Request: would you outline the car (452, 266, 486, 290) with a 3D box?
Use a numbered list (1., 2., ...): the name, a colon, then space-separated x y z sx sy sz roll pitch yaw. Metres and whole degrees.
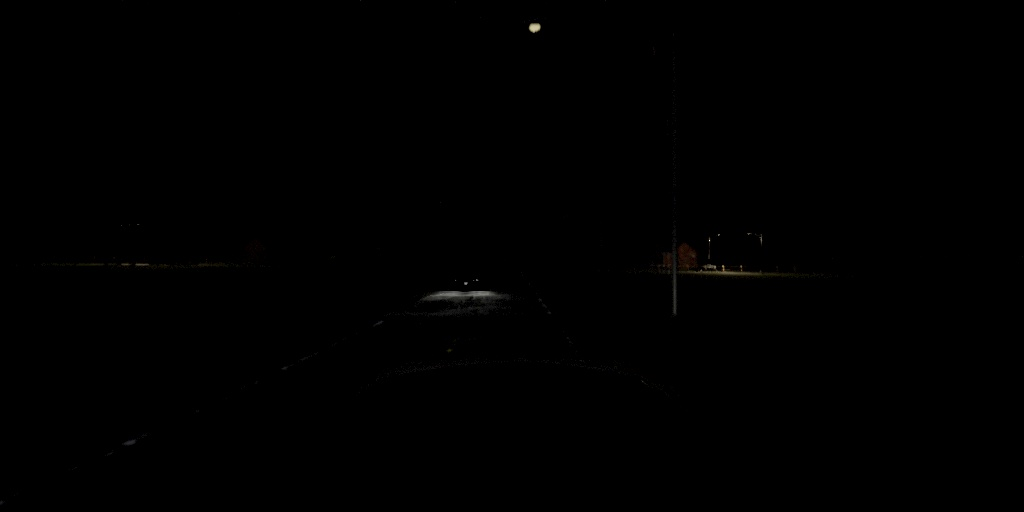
1. car: -2.842 1.469 24.471 1.837 1.490 4.892 0 -1 0
